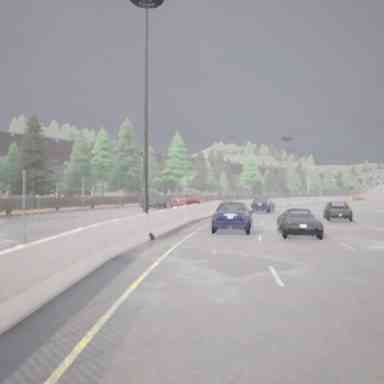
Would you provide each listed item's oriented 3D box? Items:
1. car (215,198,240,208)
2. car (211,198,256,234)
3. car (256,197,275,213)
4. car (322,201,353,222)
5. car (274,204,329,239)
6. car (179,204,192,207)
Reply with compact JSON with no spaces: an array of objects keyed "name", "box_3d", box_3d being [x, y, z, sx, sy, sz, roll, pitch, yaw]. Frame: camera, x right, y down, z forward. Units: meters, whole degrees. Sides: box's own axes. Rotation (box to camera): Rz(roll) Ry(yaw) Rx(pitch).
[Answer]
[{"name":"car","box_3d":[5.205,1.538,47.602,1.895,1.301,4.718,0,0,28]},{"name":"car","box_3d":[2.431,1.328,19.383,2.097,1.767,4.553,0,0,12]},{"name":"car","box_3d":[7.783,1.320,36.266,2.097,1.767,4.553,0,0,22]},{"name":"car","box_3d":[11.614,1.492,26.659,2.128,1.511,4.902,0,0,18]},{"name":"car","box_3d":[5.590,1.556,17.523,1.994,1.385,4.181,0,0,11]},{"name":"car","box_3d":[-0.909,1.143,43.109,2.150,2.045,5.566,0,0,25]}]
